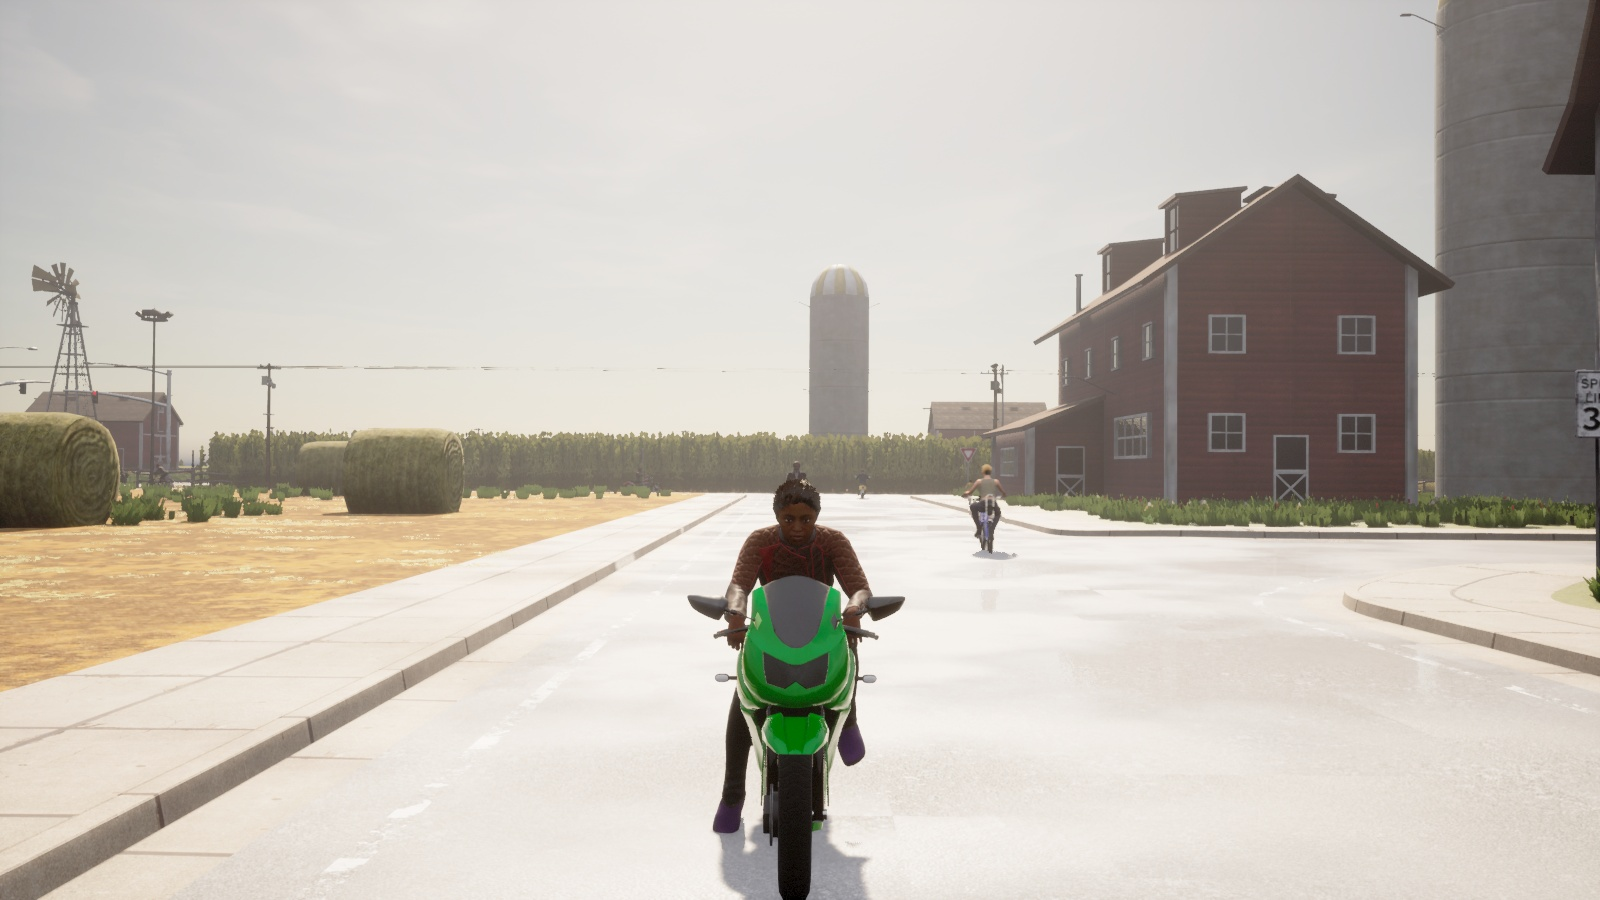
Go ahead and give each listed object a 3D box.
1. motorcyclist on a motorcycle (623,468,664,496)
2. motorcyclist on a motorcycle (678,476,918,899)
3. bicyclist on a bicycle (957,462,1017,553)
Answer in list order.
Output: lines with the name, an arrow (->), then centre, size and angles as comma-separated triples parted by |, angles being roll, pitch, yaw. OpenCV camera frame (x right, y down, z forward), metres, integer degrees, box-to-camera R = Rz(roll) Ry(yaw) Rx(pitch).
motorcyclist on a motorcycle -> -9.467, 1.946, 75.880 | 2.350, 1.649, 0.766 | 0, -1, 1
motorcyclist on a motorcycle -> -0.010, 0.878, 5.209 | 0.797, 1.523, 2.044 | 0, -1, 0
bicyclist on a bicycle -> 3.432, 1.041, 23.163 | 0.866, 1.612, 1.509 | -1, -1, 0
